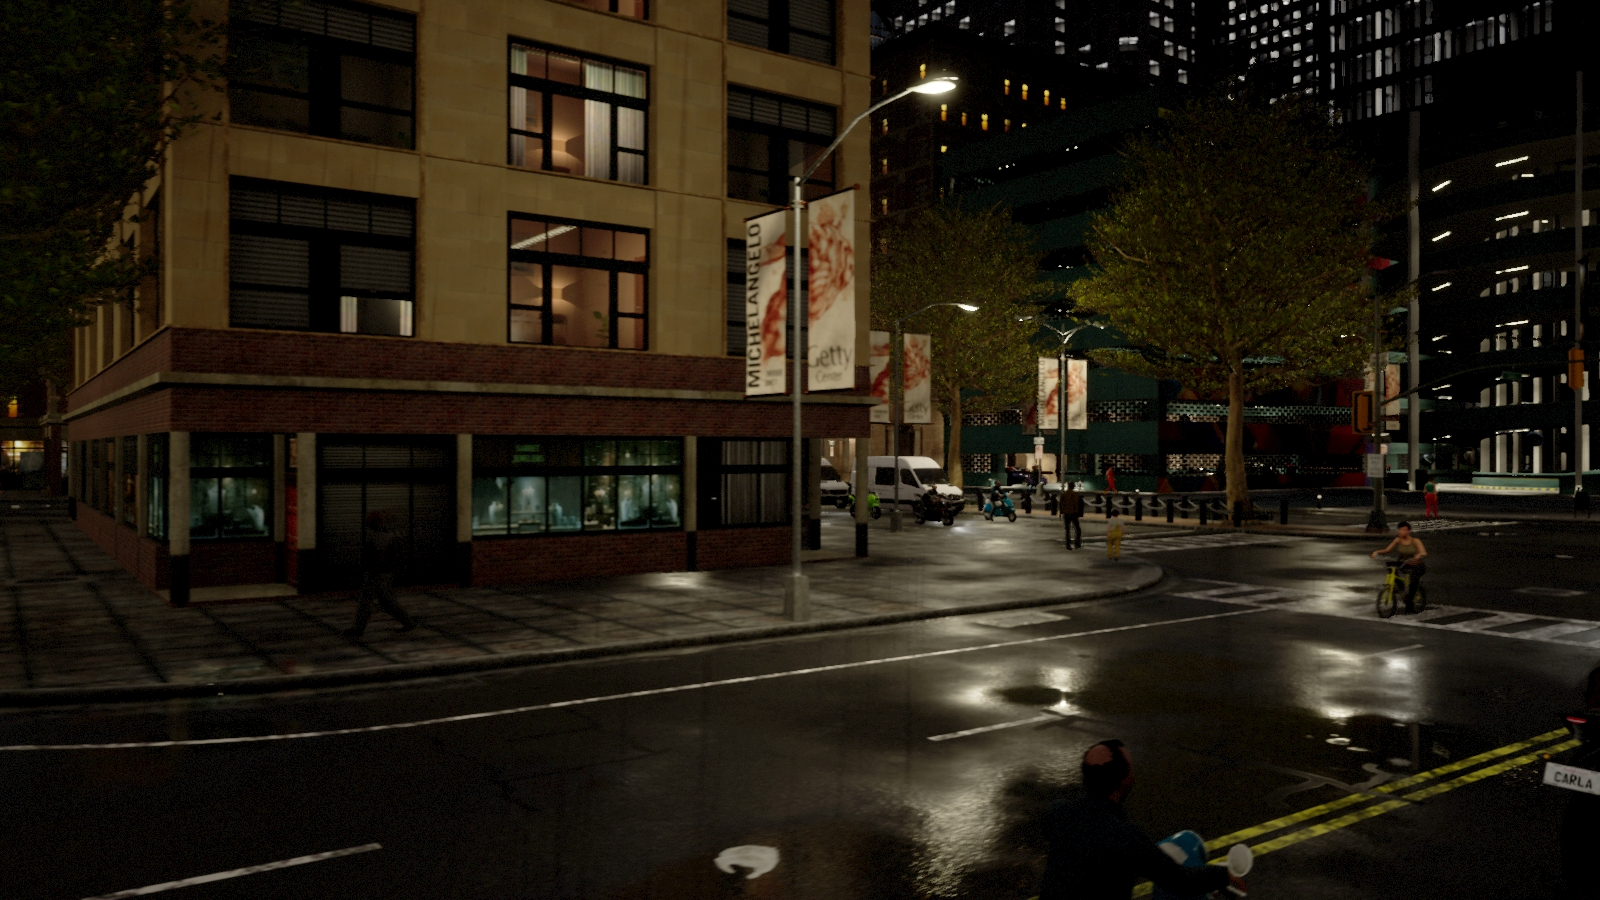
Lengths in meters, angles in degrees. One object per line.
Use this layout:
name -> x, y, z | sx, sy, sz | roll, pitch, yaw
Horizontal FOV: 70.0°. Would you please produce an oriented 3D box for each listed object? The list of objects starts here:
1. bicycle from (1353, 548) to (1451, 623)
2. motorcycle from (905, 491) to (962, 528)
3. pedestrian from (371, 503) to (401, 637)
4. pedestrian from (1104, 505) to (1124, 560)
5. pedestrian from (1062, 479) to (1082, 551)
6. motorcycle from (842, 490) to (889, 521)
bicycle -> 10.164, 2.271, 19.293 | 1.487, 1.080, 0.859 | 0, 0, -34
motorcycle -> 5.036, 2.226, 43.151 | 0.867, 1.251, 2.209 | 0, 0, -35
pedestrian -> -5.909, 1.701, 16.315 | 0.375, 1.860, 0.375 | 0, 0, -24
pedestrian -> 7.604, 1.994, 27.670 | 0.375, 1.300, 0.375 | 0, 0, 3
pedestrian -> 7.159, 1.713, 30.098 | 0.375, 1.860, 0.375 | 0, 0, 39
motorcycle -> 2.648, 2.234, 46.532 | 0.803, 1.145, 2.033 | 0, 0, -35
